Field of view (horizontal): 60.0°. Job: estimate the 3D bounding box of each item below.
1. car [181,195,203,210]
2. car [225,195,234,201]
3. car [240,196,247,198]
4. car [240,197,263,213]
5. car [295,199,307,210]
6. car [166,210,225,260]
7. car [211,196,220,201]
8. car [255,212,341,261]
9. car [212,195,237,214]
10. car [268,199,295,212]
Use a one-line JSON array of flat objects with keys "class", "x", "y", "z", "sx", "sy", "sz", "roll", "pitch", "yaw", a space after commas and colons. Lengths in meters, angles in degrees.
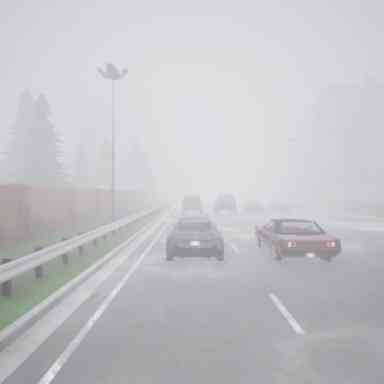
[{"class": "car", "x": 0.015, "y": 1.312, "z": 36.138, "sx": 2.150, "sy": 2.045, "sz": 5.566, "roll": 0, "pitch": 0, "yaw": 0}, {"class": "car", "x": 10.126, "y": 1.697, "z": 89.714, "sx": 1.882, "sy": 1.535, "sz": 5.008, "roll": 0, "pitch": 0, "yaw": 0}, {"class": "car", "x": 13.641, "y": 1.738, "z": 87.084, "sx": 2.128, "sy": 1.511, "sz": 4.902, "roll": 0, "pitch": 0, "yaw": 0}, {"class": "car", "x": 7.001, "y": 1.660, "z": 38.870, "sx": 1.994, "sy": 1.385, "sz": 4.181, "roll": 0, "pitch": 0, "yaw": 0}, {"class": "car", "x": 13.897, "y": 1.657, "z": 44.973, "sx": 2.033, "sy": 1.411, "sz": 5.357, "roll": 0, "pitch": 0, "yaw": 0}, {"class": "car", "x": 0.104, "y": 1.595, "z": 12.510, "sx": 1.994, "sy": 1.385, "sz": 4.181, "roll": 0, "pitch": 0, "yaw": 0}, {"class": "car", "x": 6.610, "y": 1.752, "z": 92.621, "sx": 2.128, "sy": 1.511, "sz": 4.902, "roll": 0, "pitch": 0, "yaw": 0}, {"class": "car", "x": 3.604, "y": 1.631, "z": 12.328, "sx": 1.895, "sy": 1.301, "sz": 4.718, "roll": 0, "pitch": 0, "yaw": 0}, {"class": "car", "x": 3.514, "y": 1.312, "z": 36.174, "sx": 2.150, "sy": 2.045, "sz": 5.566, "roll": 0, "pitch": 0, "yaw": 0}, {"class": "car", "x": 10.490, "y": 1.624, "z": 40.241, "sx": 1.812, "sy": 1.442, "sz": 4.674, "roll": 0, "pitch": 0, "yaw": 0}]
